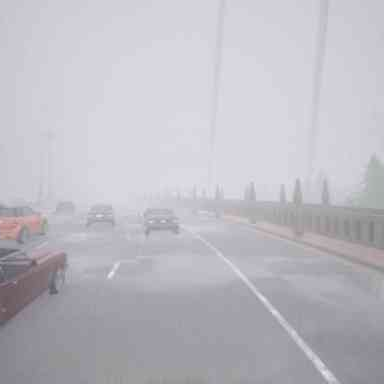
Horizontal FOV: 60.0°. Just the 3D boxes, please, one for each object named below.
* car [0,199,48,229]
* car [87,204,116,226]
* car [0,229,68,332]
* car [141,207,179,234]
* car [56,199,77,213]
[{"bbox_3d":[-8.463,1.385,15.804,2.097,1.767,4.553,0,0,-9],"label":"car"},{"bbox_3d":[-6.473,1.573,23.782,2.033,1.411,5.357,0,0,-14],"label":"car"},{"bbox_3d":[-3.732,1.615,5.762,1.895,1.301,4.718,0,0,-3],"label":"car"},{"bbox_3d":[-1.937,1.556,19.374,2.033,1.411,5.357,0,0,-11],"label":"car"},{"bbox_3d":[-14.064,1.546,37.262,2.128,1.511,4.902,0,0,-17],"label":"car"}]
